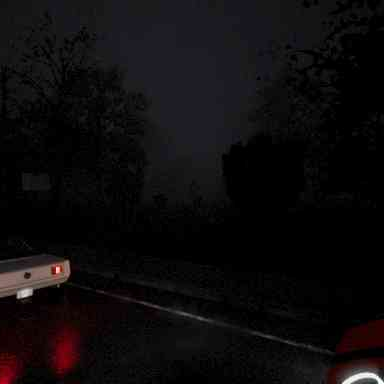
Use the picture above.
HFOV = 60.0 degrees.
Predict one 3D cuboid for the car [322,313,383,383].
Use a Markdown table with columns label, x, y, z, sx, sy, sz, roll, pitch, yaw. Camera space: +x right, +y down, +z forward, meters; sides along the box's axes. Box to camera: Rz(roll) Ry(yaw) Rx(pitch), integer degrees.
| label | x | y | z | sx | sy | sz | roll | pitch | yaw |
| --- | --- | --- | --- | --- | --- | --- | --- | --- | --- |
| car | 3.101 | 1.352 | 1.815 | 4.553 | 1.767 | 2.097 | 0 | 0 | 35 |

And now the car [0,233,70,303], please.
| label | x | y | z | sx | sy | sz | roll | pitch | yaw |
| --- | --- | --- | --- | --- | --- | --- | --- | --- | --- |
| car | -4.920 | 1.601 | 7.494 | 4.718 | 1.301 | 1.895 | 0 | 0 | 35 |
